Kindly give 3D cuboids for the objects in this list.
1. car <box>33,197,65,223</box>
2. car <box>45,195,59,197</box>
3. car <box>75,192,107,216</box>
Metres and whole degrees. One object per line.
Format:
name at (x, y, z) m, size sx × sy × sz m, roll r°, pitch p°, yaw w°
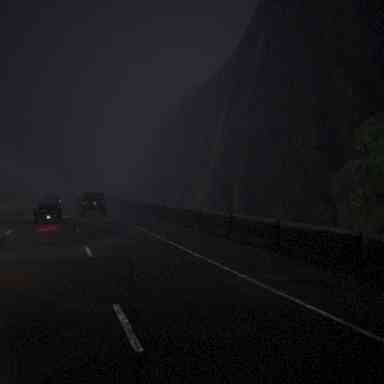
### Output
car at (-10.489, 1.371, 24.413) m, size 1.837 × 1.490 × 4.892 m, roll 0°, pitch 1°, yaw -22°
car at (-15.459, 1.052, 36.722) m, size 2.097 × 1.767 × 4.553 m, roll 0°, pitch 1°, yaw -22°
car at (-9.172, 1.031, 30.503) m, size 2.150 × 2.045 × 5.566 m, roll 0°, pitch 1°, yaw -22°
